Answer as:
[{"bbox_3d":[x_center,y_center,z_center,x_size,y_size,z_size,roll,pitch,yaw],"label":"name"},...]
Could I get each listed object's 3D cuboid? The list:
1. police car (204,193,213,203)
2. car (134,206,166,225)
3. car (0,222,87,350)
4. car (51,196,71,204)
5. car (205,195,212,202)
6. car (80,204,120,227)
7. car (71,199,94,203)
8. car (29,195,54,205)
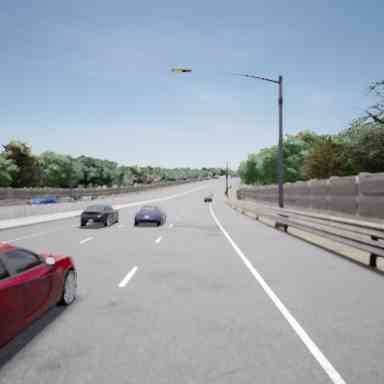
[{"bbox_3d":[3.830,1.729,80.188,1.930,1.638,5.238,0,0,4],"label":"police car"},{"bbox_3d":[-3.105,1.731,25.263,1.994,1.385,4.181,0,-1,1],"label":"car"},{"bbox_3d":[-3.375,1.500,5.063,1.882,1.535,5.008,0,0,0],"label":"car"},{"bbox_3d":[-19.880,1.818,52.332,1.812,1.442,4.674,0,0,3],"label":"car"},{"bbox_3d":[4.558,1.698,90.126,1.801,1.575,5.366,0,1,4],"label":"car"},{"bbox_3d":[-6.626,1.658,24.311,1.837,1.490,4.892,0,-1,1],"label":"car"},{"bbox_3d":[-16.395,1.846,51.979,2.033,1.411,5.357,0,0,3],"label":"car"},{"bbox_3d":[-23.377,1.504,52.357,2.150,2.045,5.566,0,0,3],"label":"car"}]
